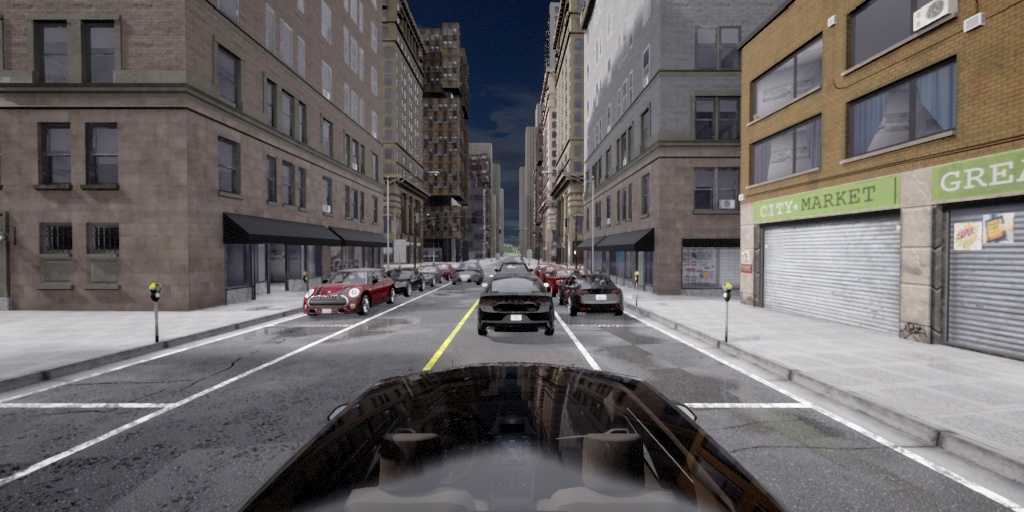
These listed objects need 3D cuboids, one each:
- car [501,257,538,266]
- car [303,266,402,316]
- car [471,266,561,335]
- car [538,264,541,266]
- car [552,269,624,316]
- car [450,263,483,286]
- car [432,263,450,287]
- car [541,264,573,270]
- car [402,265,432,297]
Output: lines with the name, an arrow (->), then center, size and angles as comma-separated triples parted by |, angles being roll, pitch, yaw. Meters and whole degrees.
car -> 0.105, 1.097, 19.698 | 2.097, 1.767, 4.553 | 0, 0, 0
car -> -5.762, 1.186, 13.147 | 1.967, 1.591, 4.097 | 0, 0, 0
car -> 0.100, 1.224, 10.475 | 1.882, 1.535, 5.008 | 0, 0, 0
car -> 2.766, 1.289, 24.156 | 1.888, 1.381, 4.507 | 0, 0, 0
car -> 2.764, 1.312, 13.146 | 1.948, 1.339, 4.313 | 0, 0, 0
car -> -3.014, 1.237, 25.334 | 2.128, 1.511, 4.902 | 0, 0, 0
car -> -5.759, 1.295, 24.158 | 2.007, 1.370, 4.403 | 0, 0, 0
car -> 2.765, 1.290, 18.650 | 1.888, 1.381, 4.507 | 0, 0, 0
car -> -5.761, 1.311, 18.653 | 1.948, 1.339, 4.313 | 0, 0, 0
